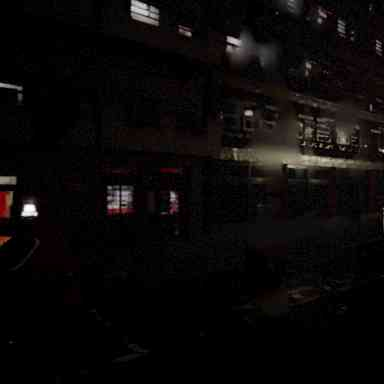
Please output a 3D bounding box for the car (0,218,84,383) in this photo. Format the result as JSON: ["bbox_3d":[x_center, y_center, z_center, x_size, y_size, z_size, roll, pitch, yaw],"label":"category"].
[{"bbox_3d":[-3.827,1.323,3.826,5.009,1.841,2.192,-1,1,-36],"label":"car"}]
